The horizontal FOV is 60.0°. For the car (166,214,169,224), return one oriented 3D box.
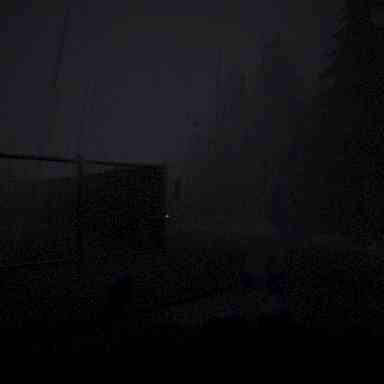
[{"bbox_3d":[-3.578,1.659,25.216,1.837,1.490,4.892,1,-1,-35],"label":"car"}]
